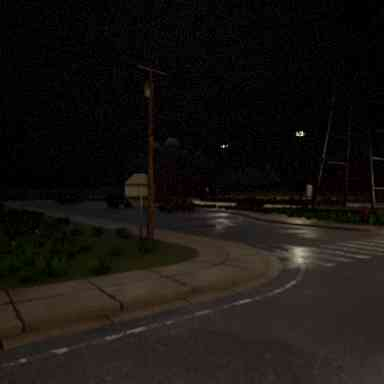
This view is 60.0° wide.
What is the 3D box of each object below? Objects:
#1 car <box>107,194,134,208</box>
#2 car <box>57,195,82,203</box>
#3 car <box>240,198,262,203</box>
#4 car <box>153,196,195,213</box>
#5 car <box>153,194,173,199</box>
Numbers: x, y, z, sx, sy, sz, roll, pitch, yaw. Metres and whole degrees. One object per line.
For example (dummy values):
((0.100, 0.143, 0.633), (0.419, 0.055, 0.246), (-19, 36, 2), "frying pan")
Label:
((-10.103, 1.279, 46.976), (3.866, 1.878, 1.905), (0, 0, -36), "car")
((-24.429, 1.448, 66.487), (4.611, 1.667, 2.242), (0, 0, -36), "car")
((7.999, 1.460, 45.020), (3.905, 1.438, 1.784), (0, 0, -36), "car")
((-1.665, 1.469, 36.445), (4.193, 1.474, 1.816), (0, 0, -36), "car")
((-5.450, 1.251, 63.034), (4.605, 1.855, 1.932), (0, 0, -36), "car")
